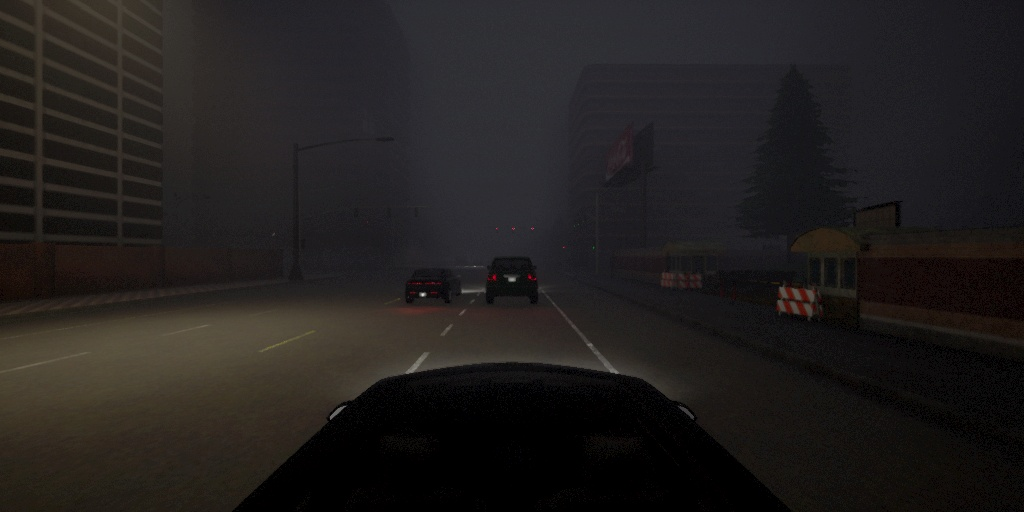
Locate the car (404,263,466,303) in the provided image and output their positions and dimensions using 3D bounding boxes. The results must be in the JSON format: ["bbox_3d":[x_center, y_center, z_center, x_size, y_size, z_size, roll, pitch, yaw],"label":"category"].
[{"bbox_3d":[-3.500,1.264,16.500,1.837,1.490,4.892,0,0,0],"label":"car"}]

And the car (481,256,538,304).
[{"bbox_3d":[0.000,1.006,16.530,2.150,2.045,5.566,0,0,0],"label":"car"}]
